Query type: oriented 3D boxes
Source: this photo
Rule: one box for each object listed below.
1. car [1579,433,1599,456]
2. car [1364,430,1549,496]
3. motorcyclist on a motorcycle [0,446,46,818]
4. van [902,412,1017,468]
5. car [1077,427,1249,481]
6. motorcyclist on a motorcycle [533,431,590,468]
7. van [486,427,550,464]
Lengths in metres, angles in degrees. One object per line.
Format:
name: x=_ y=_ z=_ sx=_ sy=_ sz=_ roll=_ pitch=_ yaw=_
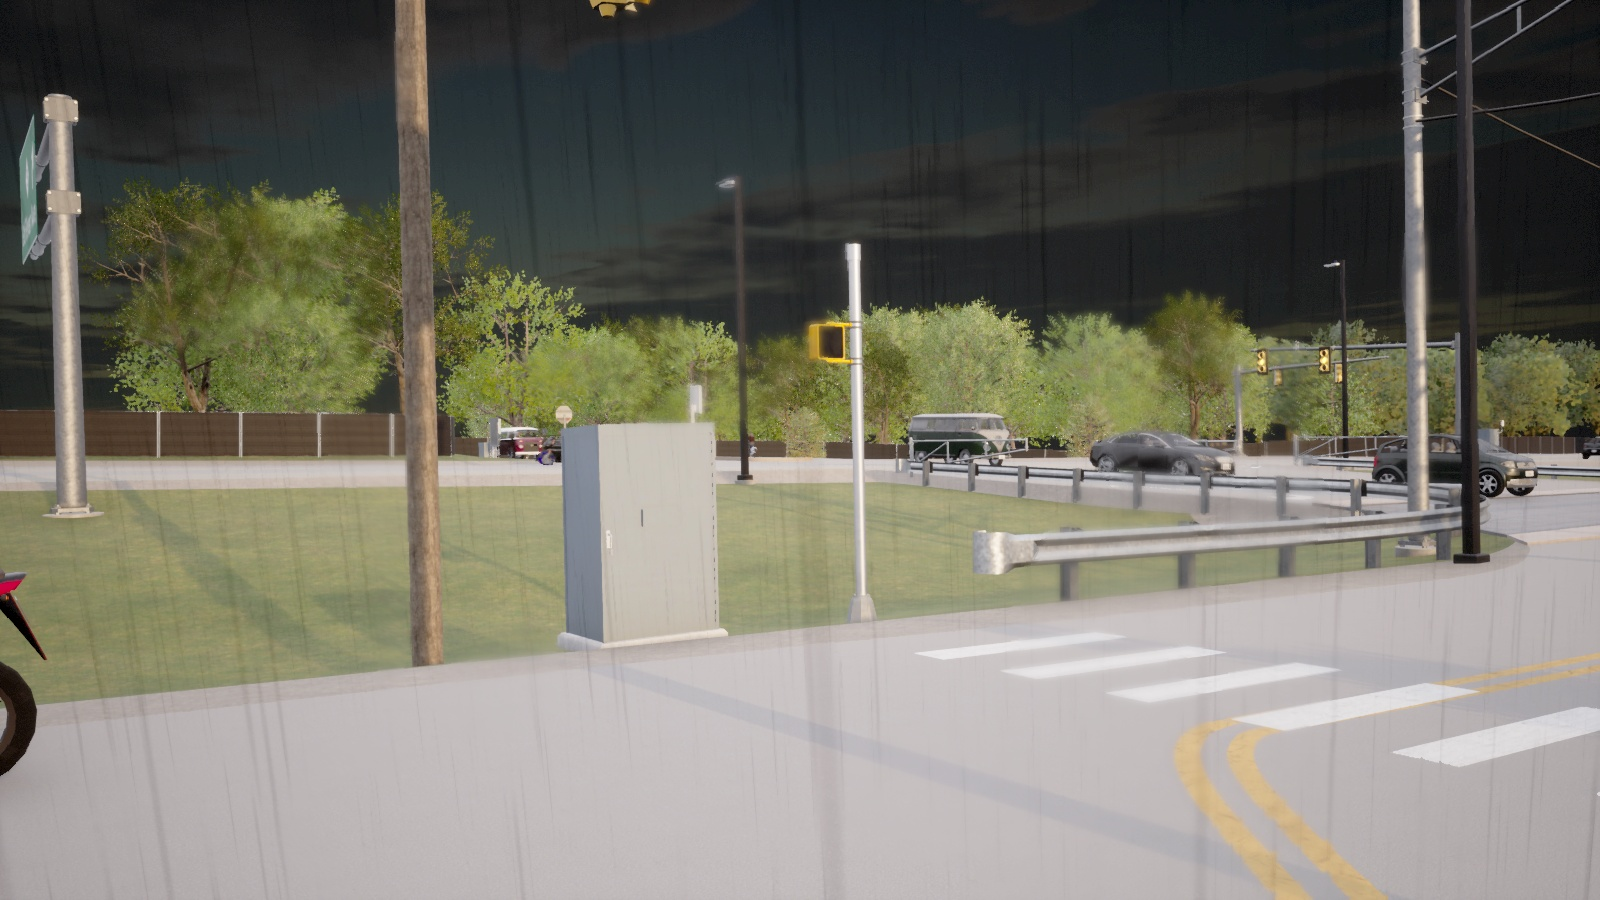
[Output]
car: x=52.520 y=-0.357 z=81.471 sx=4.193 sy=1.474 sz=1.816 roll=0 pitch=0 yaw=-34
car: x=16.437 y=0.310 z=31.578 sx=1.789 sy=1.549 sz=3.705 roll=-1 pitch=0 yaw=-34
motorcyclist on a motorcycle: x=-4.218 y=0.750 z=4.986 sx=2.044 sy=1.523 sz=0.797 roll=0 pitch=0 yaw=-35
van: x=5.907 y=-0.399 z=46.992 sx=1.775 sy=1.987 sz=4.442 roll=0 pitch=1 yaw=-34
car: x=11.236 y=0.083 z=39.196 sx=2.128 sy=1.511 sz=4.902 roll=0 pitch=2 yaw=-34
motorcyclist on a motorcycle: x=-9.934 y=-0.025 z=52.349 sx=2.191 sy=1.530 sz=0.866 roll=-1 pitch=-1 yaw=-39
van: x=-16.561 y=-0.249 z=73.522 sx=2.069 sy=2.038 sz=4.480 roll=-1 pitch=0 yaw=-35
